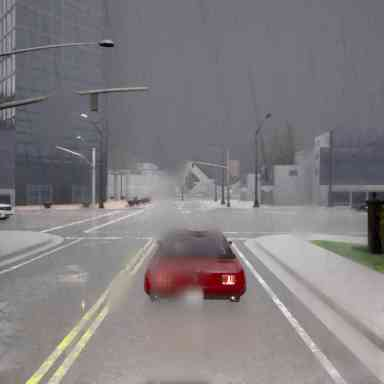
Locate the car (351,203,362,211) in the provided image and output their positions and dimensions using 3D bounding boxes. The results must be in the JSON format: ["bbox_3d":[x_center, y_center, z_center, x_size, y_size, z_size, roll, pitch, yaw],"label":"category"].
[{"bbox_3d":[20.976,1.498,37.637,5.357,1.411,2.033,0,0,-1],"label":"car"}]

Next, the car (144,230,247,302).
[{"bbox_3d":[0.070,1.601,8.214,1.895,1.301,4.718,0,0,0],"label":"car"}]

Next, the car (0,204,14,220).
[{"bbox_3d":[-17.340,1.339,26.613,5.566,2.045,2.150,-1,0,0],"label":"car"}]

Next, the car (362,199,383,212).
[{"bbox_3d":[20.961,1.496,34.128,5.357,1.411,2.033,0,0,-1],"label":"car"}]
